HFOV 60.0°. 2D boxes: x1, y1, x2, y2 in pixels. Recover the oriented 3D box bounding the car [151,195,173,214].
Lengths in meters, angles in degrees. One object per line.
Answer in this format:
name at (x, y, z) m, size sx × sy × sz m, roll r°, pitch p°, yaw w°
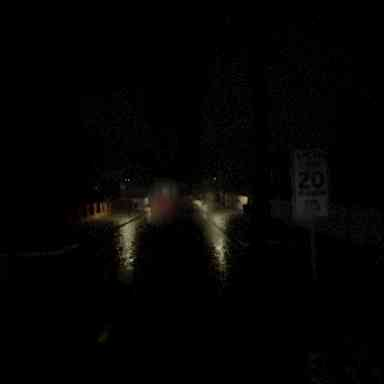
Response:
car at (-3.413, 1.406, 38.693) m, size 2.150 × 2.045 × 5.566 m, roll -3°, pitch 0°, yaw -1°
